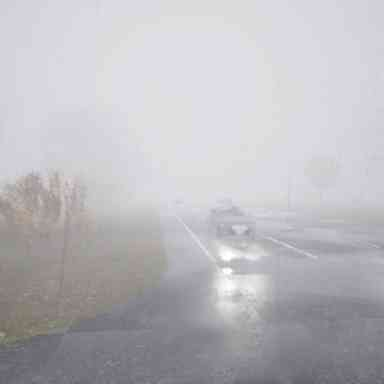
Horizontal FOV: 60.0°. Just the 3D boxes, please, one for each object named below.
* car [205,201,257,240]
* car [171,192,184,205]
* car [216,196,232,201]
[{"bbox_3d":[1.824,1.452,16.821,2.128,1.511,4.902,0,0,-6],"label":"car"},{"bbox_3d":[-2.363,1.268,54.378,1.882,1.535,5.008,0,0,-7],"label":"car"},{"bbox_3d":[4.988,1.324,52.630,1.994,1.385,4.181,0,0,-6],"label":"car"}]
